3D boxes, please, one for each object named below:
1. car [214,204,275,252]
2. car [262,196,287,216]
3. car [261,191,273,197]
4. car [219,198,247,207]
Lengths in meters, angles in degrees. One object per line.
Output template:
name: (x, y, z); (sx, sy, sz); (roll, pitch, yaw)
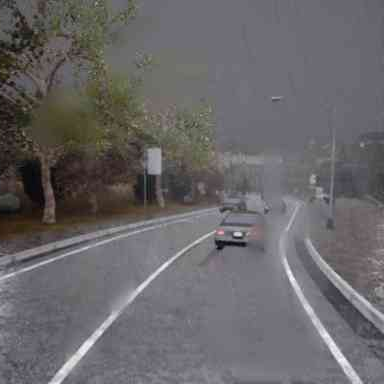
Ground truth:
car: (2.194, 1.472, 13.735); (2.033, 1.411, 5.357); (2, 1, 15)
car: (7.899, 1.402, 31.433); (2.033, 1.411, 5.357); (2, 1, 19)
car: (15.985, 0.741, 70.927); (2.150, 2.045, 5.566); (1, 1, 10)
car: (4.021, 1.267, 31.509); (2.033, 1.411, 5.357); (2, 1, 19)
